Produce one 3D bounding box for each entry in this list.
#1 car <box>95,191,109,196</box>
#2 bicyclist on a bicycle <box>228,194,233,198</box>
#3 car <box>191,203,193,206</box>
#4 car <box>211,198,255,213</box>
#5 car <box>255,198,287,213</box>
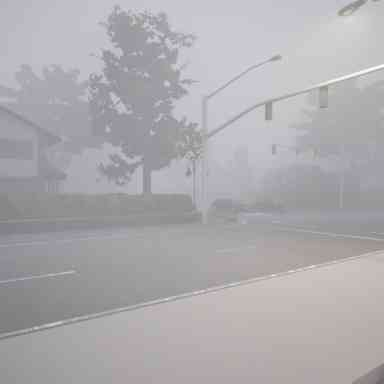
[{"bbox_3d":[-20.443,0.855,75.209,2.150,2.045,5.566,0,0,-36],"label":"car"},{"bbox_3d":[5.860,1.176,51.028,1.656,1.620,0.582,0,0,-36],"label":"bicyclist on a bicycle"},{"bbox_3d":[-1.823,1.241,43.779,2.097,1.767,4.553,0,0,-36],"label":"car"},{"bbox_3d":[4.081,1.416,35.739,1.837,1.490,4.892,0,0,-36],"label":"car"},{"bbox_3d":[8.216,1.436,36.350,1.812,1.442,4.674,0,0,-36],"label":"car"}]
